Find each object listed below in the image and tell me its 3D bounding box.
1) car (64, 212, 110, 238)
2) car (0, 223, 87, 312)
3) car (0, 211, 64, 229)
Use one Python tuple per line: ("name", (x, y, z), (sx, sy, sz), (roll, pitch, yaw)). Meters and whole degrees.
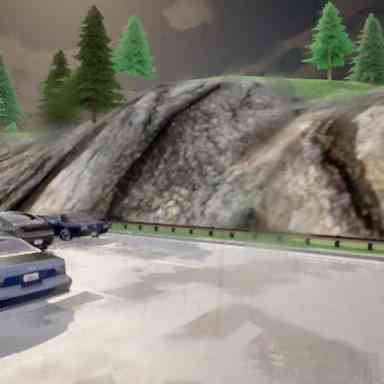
("car", (-6.419, 1.640, 16.526), (4.718, 1.301, 1.895), (0, 0, 32))
("car", (-4.953, 1.554, 7.306), (5.357, 1.411, 2.033), (0, 0, 34))
("car", (-7.480, 1.522, 13.041), (4.892, 1.490, 1.837), (0, 0, 32))
